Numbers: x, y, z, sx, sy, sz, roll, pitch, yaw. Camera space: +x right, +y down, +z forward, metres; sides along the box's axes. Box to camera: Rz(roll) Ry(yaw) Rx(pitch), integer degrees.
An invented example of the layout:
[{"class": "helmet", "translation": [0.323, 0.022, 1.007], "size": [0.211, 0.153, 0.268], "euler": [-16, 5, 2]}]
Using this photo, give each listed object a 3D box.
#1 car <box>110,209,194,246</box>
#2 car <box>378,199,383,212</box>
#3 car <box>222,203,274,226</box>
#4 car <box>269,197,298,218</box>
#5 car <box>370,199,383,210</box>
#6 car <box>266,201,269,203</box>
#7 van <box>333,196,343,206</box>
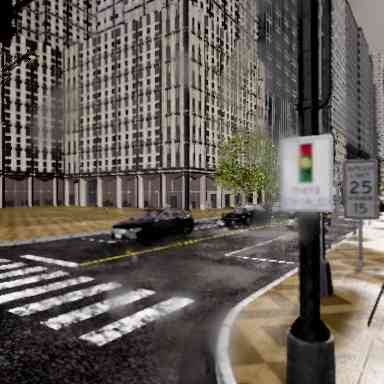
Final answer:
[{"class": "car", "translation": [-1.752, 1.572, 15.905], "size": [2.128, 1.511, 4.902], "euler": [0, 0, 33]}, {"class": "car", "translation": [22.946, 1.705, 41.550], "size": [1.947, 1.339, 4.313], "euler": [-1, 0, 35]}, {"class": "car", "translation": [4.039, 1.714, 24.301], "size": [1.895, 1.301, 4.718], "euler": [0, 0, 35]}, {"class": "car", "translation": [9.889, 1.360, 32.786], "size": [2.150, 2.045, 5.566], "euler": [0, 0, 35]}, {"class": "car", "translation": [26.177, 1.699, 46.241], "size": [2.008, 1.369, 4.403], "euler": [-1, 0, 35]}, {"class": "car", "translation": [9.580, 1.479, 36.921], "size": [2.192, 1.841, 5.009], "euler": [-1, -1, 35]}, {"class": "van", "translation": [25.739, 1.555, 60.382], "size": [1.690, 1.788, 3.998], "euler": [-1, 0, 35]}]
